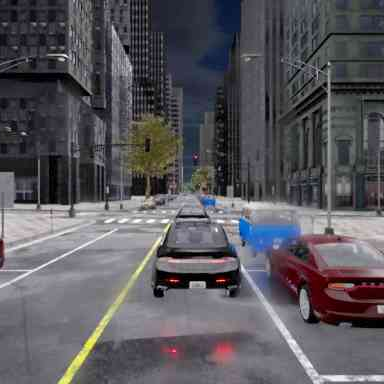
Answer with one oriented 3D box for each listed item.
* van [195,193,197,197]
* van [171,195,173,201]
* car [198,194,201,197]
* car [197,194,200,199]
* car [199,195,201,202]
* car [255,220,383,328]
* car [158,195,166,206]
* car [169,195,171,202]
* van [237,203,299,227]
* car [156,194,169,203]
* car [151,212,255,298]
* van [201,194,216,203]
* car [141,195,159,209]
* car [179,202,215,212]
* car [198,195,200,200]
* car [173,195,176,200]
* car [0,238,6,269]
[{"bbox_3d":[2.569,1.415,93.807,1.690,1.788,3.998,0,0,0],"label":"van"},{"bbox_3d":[-5.920,1.390,76.821,1.690,1.788,3.998,0,0,0],"label":"van"},{"bbox_3d":[2.625,1.619,66.741,1.802,1.307,4.206,0,0,0],"label":"car"},{"bbox_3d":[2.614,1.594,72.153,2.008,1.369,4.403,0,0,0],"label":"car"},{"bbox_3d":[2.648,1.591,55.913,1.947,1.339,4.313,0,0,0],"label":"car"},{"bbox_3d":[2.764,1.545,6.991,1.887,1.381,4.507,0,0,0],"label":"car"},{"bbox_3d":[-5.876,1.570,55.665,1.887,1.381,4.507,0,0,0],"label":"car"},{"bbox_3d":[-5.899,1.587,66.243,2.008,1.369,4.403,0,0,0],"label":"car"},{"bbox_3d":[2.754,1.342,12.516,1.690,1.788,3.998,0,0,0],"label":"van"},{"bbox_3d":[-5.887,1.345,60.954,2.192,1.841,5.009,0,0,0],"label":"car"},{"bbox_3d":[0.083,1.492,8.527,2.128,1.511,4.902,0,0,0],"label":"car"},{"bbox_3d":[2.660,1.362,50.501,1.690,1.788,3.998,0,0,0],"label":"van"},{"bbox_3d":[-5.860,1.542,44.915,1.752,1.417,4.829,0,0,0],"label":"car"},{"bbox_3d":[0.048,1.494,17.912,2.128,1.511,4.902,0,0,1],"label":"car"},{"bbox_3d":[2.637,1.575,61.327,1.887,1.381,4.507,0,0,0],"label":"car"},{"bbox_3d":[-5.943,1.630,87.398,1.947,1.339,4.313,0,0,0],"label":"car"},{"bbox_3d":[-5.791,1.545,6.991,1.887,1.381,4.507,0,0,0],"label":"car"}]
